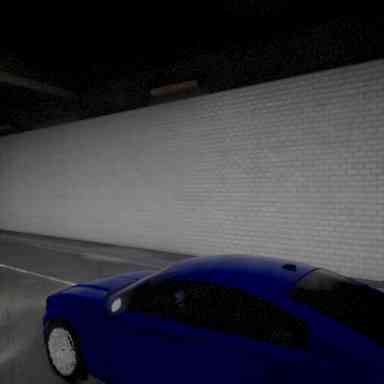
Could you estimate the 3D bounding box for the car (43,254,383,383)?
[{"bbox_3d":[0.296,1.478,3.781,5.008,1.535,1.882,0,0,36],"label":"car"}]
